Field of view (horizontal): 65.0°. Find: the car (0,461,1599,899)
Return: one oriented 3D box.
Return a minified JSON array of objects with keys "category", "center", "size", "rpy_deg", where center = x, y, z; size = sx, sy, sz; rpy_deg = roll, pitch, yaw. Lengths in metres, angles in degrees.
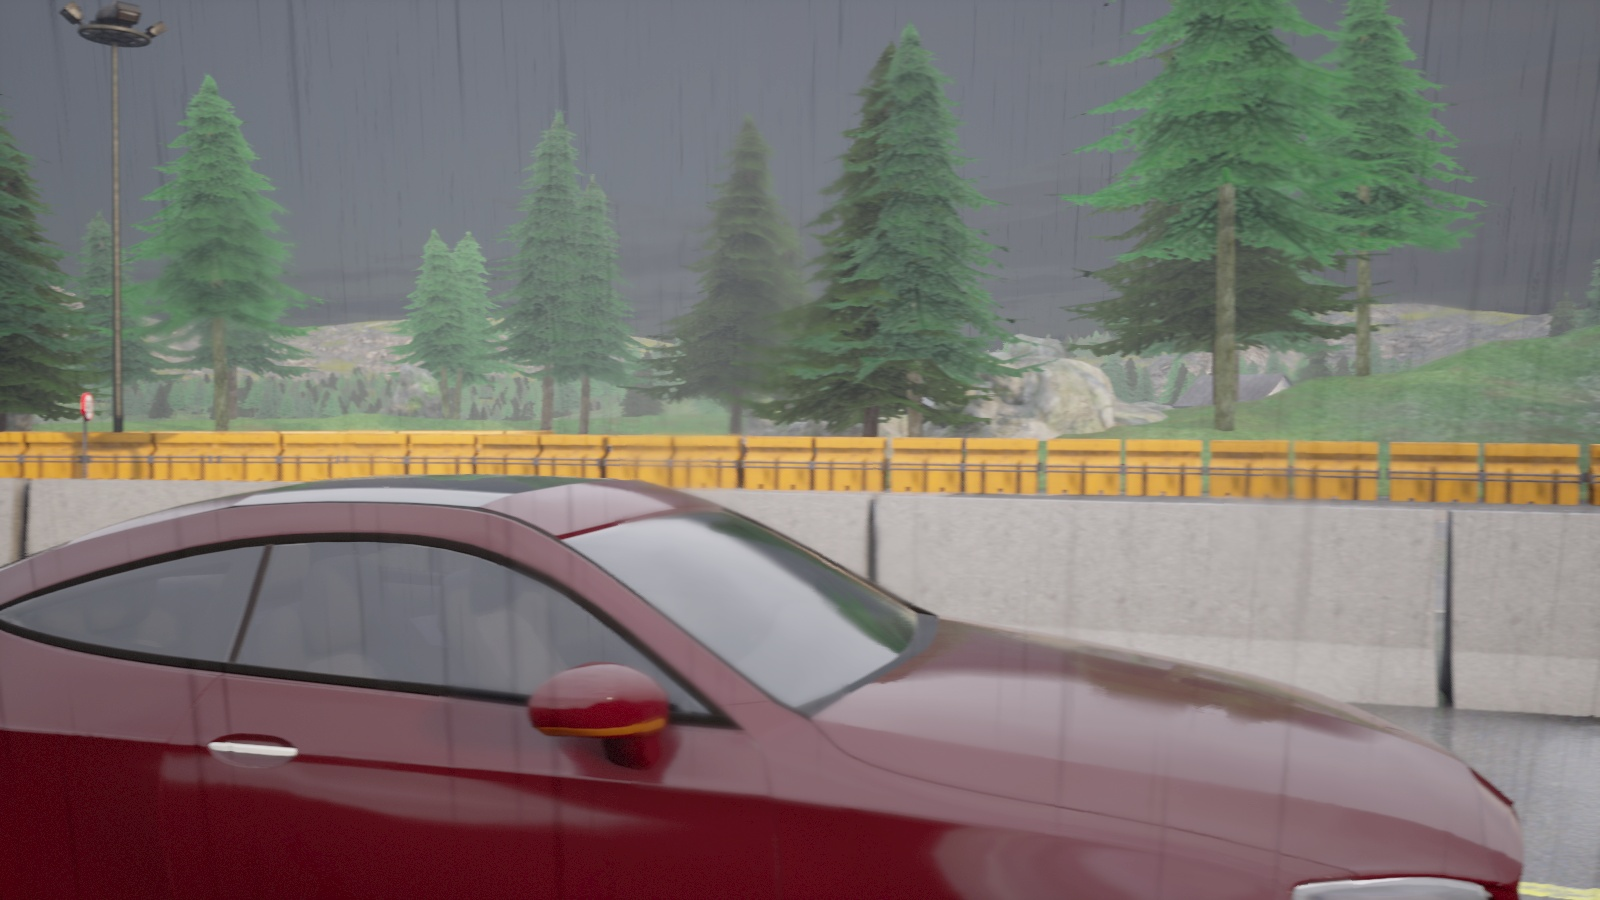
[{"category":"car","center":[-0.648,0.794,3.420],"size":[4.674,1.442,1.812],"rpy_deg":[0,1,16]}]
